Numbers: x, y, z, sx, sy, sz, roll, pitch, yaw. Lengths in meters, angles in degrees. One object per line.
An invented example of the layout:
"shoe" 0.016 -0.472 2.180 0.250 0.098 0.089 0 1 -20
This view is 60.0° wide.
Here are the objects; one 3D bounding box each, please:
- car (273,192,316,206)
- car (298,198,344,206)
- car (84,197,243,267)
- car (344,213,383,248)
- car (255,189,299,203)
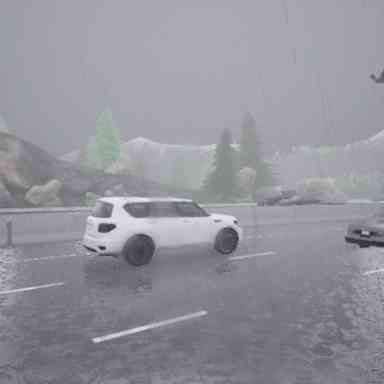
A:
"car" 11.236 1.036 34.236 5.008 1.535 1.882 0 0 -25
"car" 12.666 1.458 31.043 4.718 1.301 1.895 0 0 -25
"car" -0.823 1.177 11.491 5.566 2.045 2.150 0 0 -33
"car" 8.304 1.479 12.947 5.357 1.411 2.033 0 0 -29
"car" 9.752 0.671 37.405 5.566 2.045 2.150 0 0 -25
